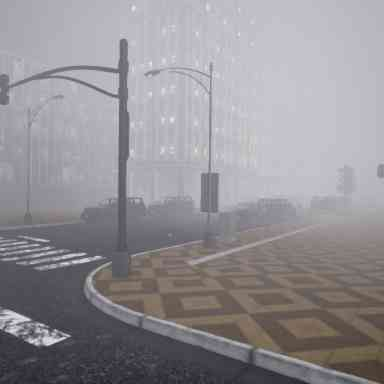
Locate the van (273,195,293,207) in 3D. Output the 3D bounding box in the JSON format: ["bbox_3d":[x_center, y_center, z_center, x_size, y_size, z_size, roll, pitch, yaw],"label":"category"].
[{"bbox_3d":[13.954,1.345,50.841,1.690,1.788,3.998,1,0,35],"label":"van"}]

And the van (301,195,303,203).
[{"bbox_3d":[17.164,1.352,55.365,1.690,1.788,3.998,1,0,35],"label":"van"}]

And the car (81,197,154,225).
[{"bbox_3d":[-5.412,1.275,23.770,2.192,1.841,5.009,1,0,35],"label":"car"}]

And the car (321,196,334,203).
[{"bbox_3d":[30.002,1.617,73.464,1.802,1.307,4.206,1,1,35],"label":"car"}]

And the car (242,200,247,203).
[{"bbox_3d":[5.202,1.603,29.326,2.033,1.411,5.357,1,1,35],"label":"car"}]

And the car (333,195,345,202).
[{"bbox_3d":[36.325,1.571,82.374,1.752,1.417,4.829,1,1,35],"label":"car"}]

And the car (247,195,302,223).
[{"bbox_3d":[6.803,1.409,26.922,2.192,1.841,5.009,1,0,35],"label":"car"}]

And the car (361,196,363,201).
[{"bbox_3d":[44.108,1.656,84.158,2.128,1.511,4.902,1,1,35],"label":"car"}]

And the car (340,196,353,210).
[{"bbox_3d":[20.381,1.437,46.282,2.192,1.841,5.009,1,0,35],"label":"car"}]

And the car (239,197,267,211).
[{"bbox_3d":[7.775,1.431,42.247,1.967,1.590,4.097,1,0,35],"label":"car"}]

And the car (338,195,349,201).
[{"bbox_3d":[39.633,1.617,87.037,1.947,1.339,4.313,1,1,35],"label":"car"}]

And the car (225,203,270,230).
[{"bbox_3d":[3.306,1.668,21.999,1.802,1.307,4.206,1,0,35],"label":"car"}]

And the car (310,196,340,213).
[{"bbox_3d":[15.392,1.427,39.160,2.192,1.841,5.009,1,0,35],"label":"car"}]

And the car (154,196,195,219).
[{"bbox_3d":[-1.748,1.283,28.934,2.192,1.841,5.009,1,0,35],"label":"car"}]

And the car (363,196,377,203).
[{"bbox_3d":[39.640,1.599,73.428,1.967,1.590,4.097,1,1,35],"label":"car"}]
